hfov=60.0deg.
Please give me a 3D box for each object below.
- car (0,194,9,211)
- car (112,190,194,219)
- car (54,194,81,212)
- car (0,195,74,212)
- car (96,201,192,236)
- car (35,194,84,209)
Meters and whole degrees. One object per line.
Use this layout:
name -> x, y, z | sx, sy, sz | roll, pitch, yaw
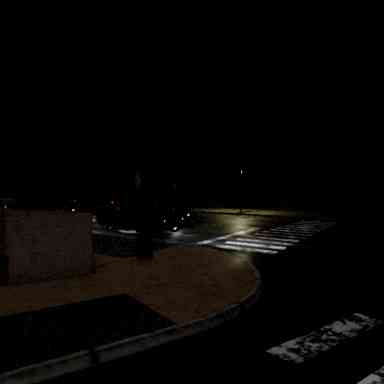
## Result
car -> -19.467, 0.925, 31.117 | 4.892, 1.490, 1.837 | 1, 1, 30
car -> -2.580, 0.943, 20.819 | 5.566, 2.045, 2.150 | 1, 1, 31
car -> -10.571, 1.142, 25.809 | 4.181, 1.385, 1.994 | 1, 1, 30
car -> -10.445, 1.131, 21.933 | 4.902, 1.511, 2.128 | 1, 1, 31
car -> -2.641, 1.382, 17.036 | 4.718, 1.301, 1.895 | 1, 1, 33
car -> -14.368, 0.938, 35.911 | 5.357, 1.411, 2.033 | 1, 1, 30
